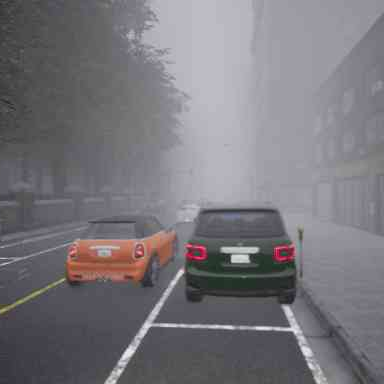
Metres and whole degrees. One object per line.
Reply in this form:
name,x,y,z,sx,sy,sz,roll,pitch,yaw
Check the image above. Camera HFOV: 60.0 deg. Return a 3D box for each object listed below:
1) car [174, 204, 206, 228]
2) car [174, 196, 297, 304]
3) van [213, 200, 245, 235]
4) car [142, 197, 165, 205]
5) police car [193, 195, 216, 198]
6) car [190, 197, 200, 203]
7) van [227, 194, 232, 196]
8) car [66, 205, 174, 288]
car,-0.041,1.643,24.209,1.812,1.442,4.674,-1,0,7
car,1.136,1.247,8.379,2.150,2.045,5.566,-1,0,7
van,2.198,1.406,19.650,1.690,1.788,3.998,-1,0,7
car,-4.307,1.547,37.464,2.192,1.841,5.009,-1,0,7
police car,1.659,1.583,39.677,1.930,1.638,5.238,-1,0,7
car,0.733,1.845,80.689,1.752,1.417,4.829,-1,0,7
van,4.164,1.451,36.517,1.690,1.788,3.998,-1,0,7
car,-1.738,1.425,9.676,2.097,1.767,4.553,-1,0,7
